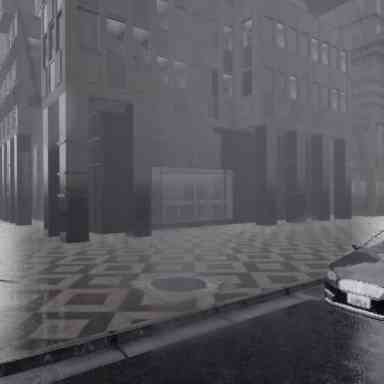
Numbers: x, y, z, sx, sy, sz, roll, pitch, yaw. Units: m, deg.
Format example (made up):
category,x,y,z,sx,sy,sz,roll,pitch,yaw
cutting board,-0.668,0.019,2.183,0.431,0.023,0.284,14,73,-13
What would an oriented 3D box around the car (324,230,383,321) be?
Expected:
category,x,y,z,sx,sy,sz,roll,pitch,yaw
car,4.666,1.490,6.822,4.902,1.511,2.128,0,0,-36
